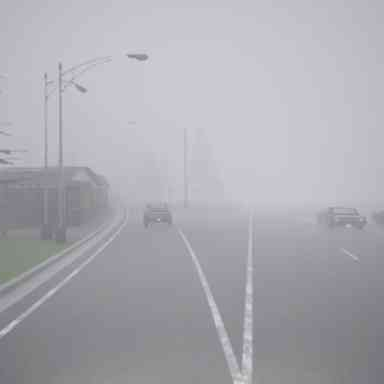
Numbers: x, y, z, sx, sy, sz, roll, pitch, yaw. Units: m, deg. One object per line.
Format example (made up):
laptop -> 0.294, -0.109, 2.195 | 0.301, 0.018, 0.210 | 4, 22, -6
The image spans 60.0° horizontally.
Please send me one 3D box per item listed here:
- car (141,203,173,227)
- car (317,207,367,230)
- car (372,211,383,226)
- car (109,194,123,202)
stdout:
car -> -2.454, 1.490, 23.040 | 2.128, 1.511, 4.902 | 0, 0, -9
car -> 9.057, 1.563, 20.579 | 1.895, 1.301, 4.718 | 0, 0, 10
car -> 12.502, 1.553, 19.963 | 1.895, 1.301, 4.718 | 0, 0, 10
car -> -17.052, 1.567, 75.916 | 1.994, 1.385, 4.181 | 0, 0, -23
